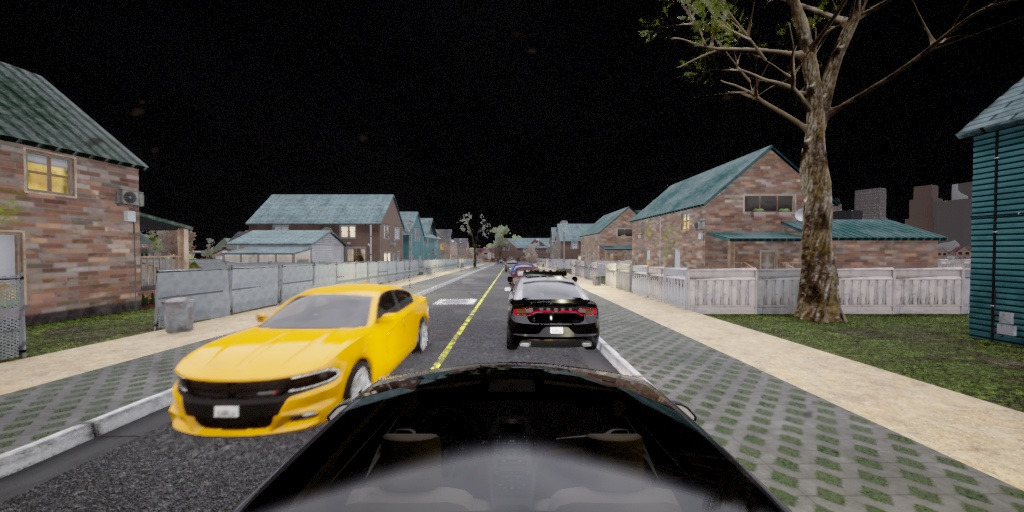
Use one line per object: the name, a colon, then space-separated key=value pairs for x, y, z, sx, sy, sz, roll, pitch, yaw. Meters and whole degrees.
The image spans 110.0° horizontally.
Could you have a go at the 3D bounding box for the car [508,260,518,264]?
car: x=0.828 y=1.242 z=25.116 sx=1.882 sy=1.535 sz=5.008 roll=0 pitch=0 yaw=0

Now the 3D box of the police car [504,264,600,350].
police car: x=0.828 y=1.175 z=9.223 sx=1.930 sy=1.638 sz=5.238 roll=0 pitch=0 yaw=0

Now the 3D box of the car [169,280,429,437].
car: x=-2.747 y=1.226 z=5.944 sx=1.882 sy=1.535 sz=5.008 roll=0 pitch=0 yaw=0

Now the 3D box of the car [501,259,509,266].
car: x=0.040 y=1.302 z=47.602 sx=2.128 sy=1.511 sz=4.902 roll=0 pitch=0 yaw=0
